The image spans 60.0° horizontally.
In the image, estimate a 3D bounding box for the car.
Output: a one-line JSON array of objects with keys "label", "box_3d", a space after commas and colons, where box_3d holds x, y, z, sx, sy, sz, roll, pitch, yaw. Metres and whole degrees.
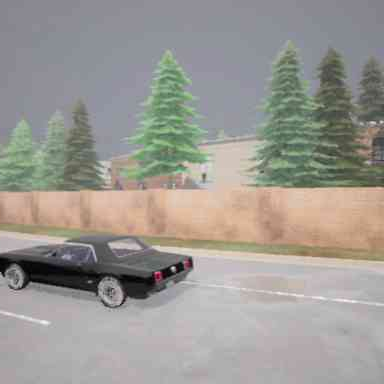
[{"label": "car", "box_3d": [-2.440, 1.698, 8.005, 4.718, 1.301, 1.895, 0, -1, 26]}]
